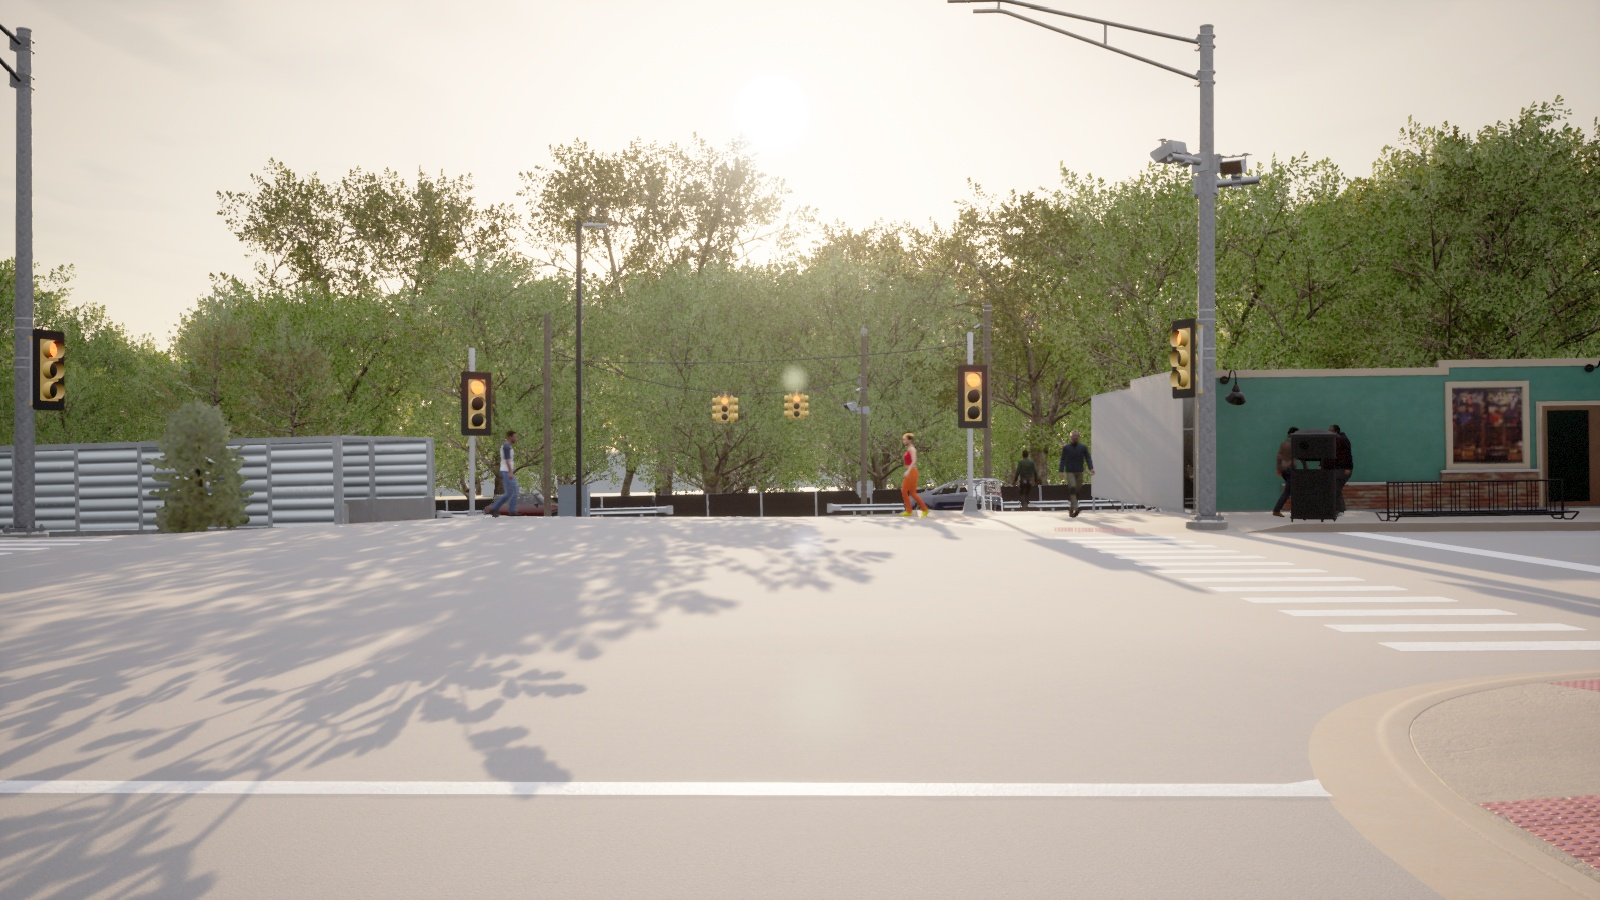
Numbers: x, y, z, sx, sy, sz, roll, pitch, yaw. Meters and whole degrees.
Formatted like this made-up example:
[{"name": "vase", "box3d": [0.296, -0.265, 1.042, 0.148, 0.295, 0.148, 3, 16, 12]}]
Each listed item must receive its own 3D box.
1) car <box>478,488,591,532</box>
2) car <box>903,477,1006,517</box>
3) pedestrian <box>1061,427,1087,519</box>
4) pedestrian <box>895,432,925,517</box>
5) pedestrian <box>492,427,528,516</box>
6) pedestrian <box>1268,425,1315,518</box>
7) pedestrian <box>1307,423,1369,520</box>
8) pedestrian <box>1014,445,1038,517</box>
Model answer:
[{"name": "car", "box3d": [-12.076, 2.724, 57.305, 4.553, 1.767, 2.097, -2, 0, 6]}, {"name": "car", "box3d": [7.189, 2.190, 58.496, 4.611, 1.667, 2.242, -2, 0, 8]}, {"name": "pedestrian", "box3d": [5.565, 0.458, 25.501, 0.402, 1.842, 0.726, 0, 0, 3]}, {"name": "pedestrian", "box3d": [2.381, 0.527, 27.236, 0.594, 1.836, 0.345, 0, 0, -6]}, {"name": "pedestrian", "box3d": [-5.986, 0.439, 25.950, 0.706, 1.836, 0.354, 0, 0, -8]}, {"name": "pedestrian", "box3d": [9.657, 0.413, 24.678, 0.869, 1.805, 0.328, 0, 0, -20]}, {"name": "pedestrian", "box3d": [10.444, 0.406, 24.377, 0.899, 1.844, 0.634, 0, 0, -11]}, {"name": "pedestrian", "box3d": [6.172, 0.839, 34.325, 0.423, 1.949, 0.788, 0, 0, -6]}]
